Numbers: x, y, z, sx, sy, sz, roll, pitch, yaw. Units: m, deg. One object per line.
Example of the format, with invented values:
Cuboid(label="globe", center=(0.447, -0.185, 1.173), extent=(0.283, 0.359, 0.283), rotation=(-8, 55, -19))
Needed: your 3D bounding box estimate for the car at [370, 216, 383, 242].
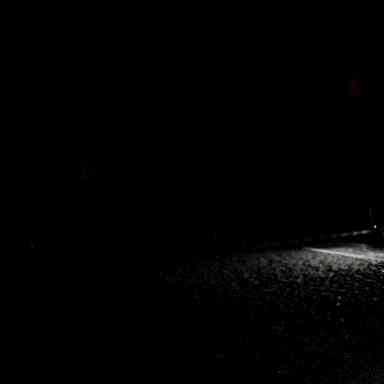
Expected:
Cuboid(label="car", center=(10.185, 1.528, 15.559), extent=(4.902, 1.511, 2.128), rotation=(0, 0, -37))
